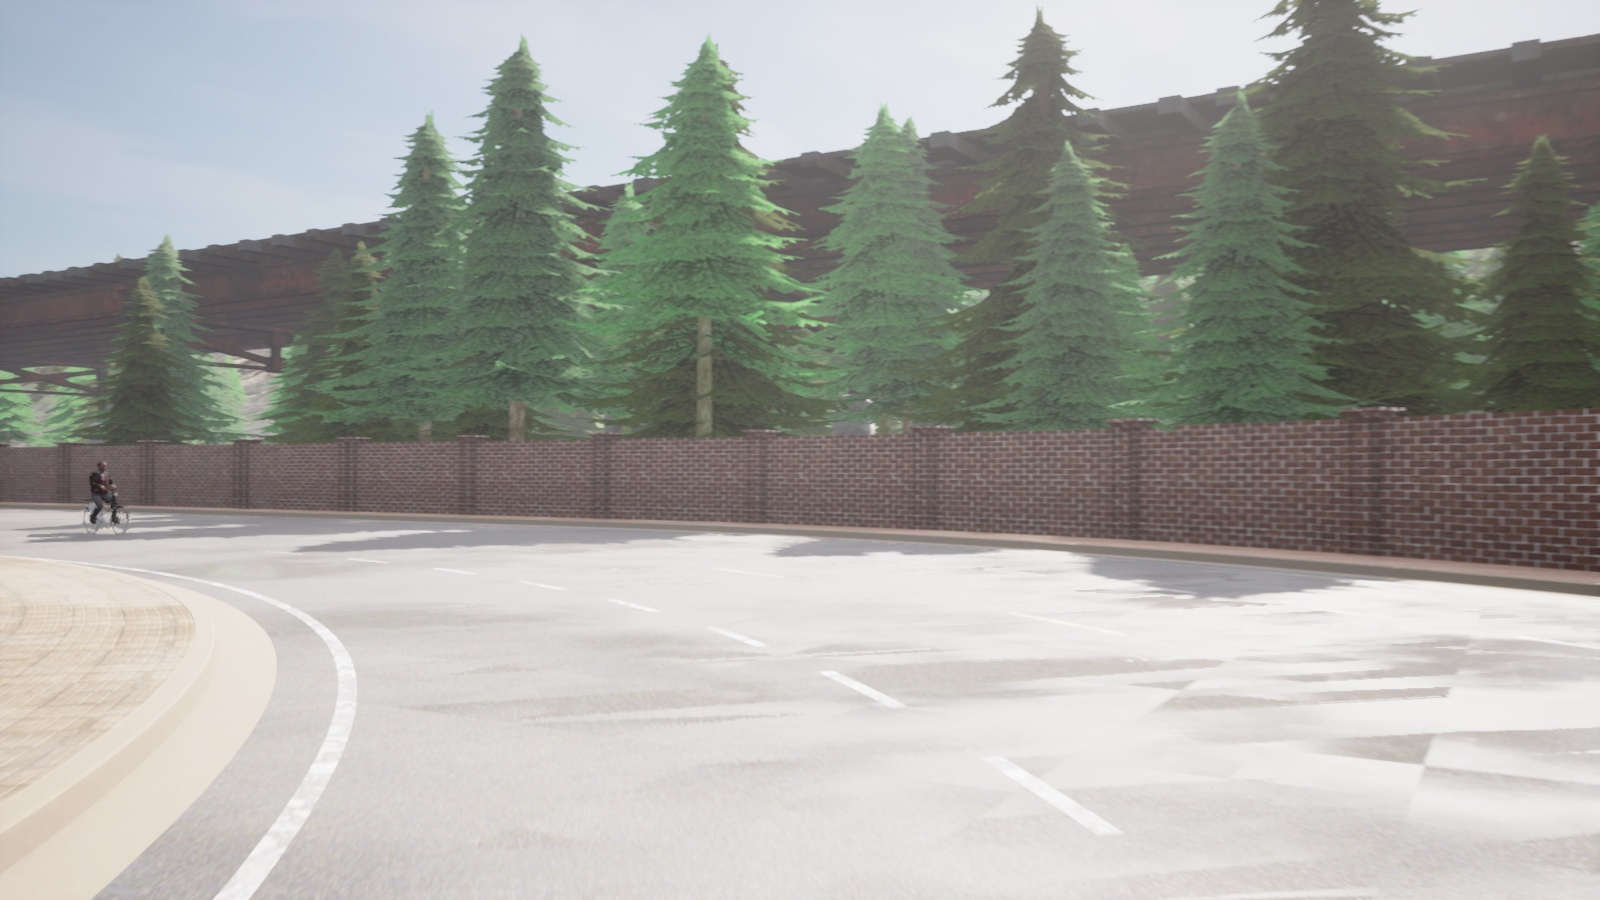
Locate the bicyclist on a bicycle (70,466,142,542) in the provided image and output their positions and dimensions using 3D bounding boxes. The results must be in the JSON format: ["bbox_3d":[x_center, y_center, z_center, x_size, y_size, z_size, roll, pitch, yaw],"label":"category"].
[{"bbox_3d":[-16.528,1.276,29.910,1.843,1.776,0.659,-1,-1,31],"label":"bicyclist on a bicycle"}]
